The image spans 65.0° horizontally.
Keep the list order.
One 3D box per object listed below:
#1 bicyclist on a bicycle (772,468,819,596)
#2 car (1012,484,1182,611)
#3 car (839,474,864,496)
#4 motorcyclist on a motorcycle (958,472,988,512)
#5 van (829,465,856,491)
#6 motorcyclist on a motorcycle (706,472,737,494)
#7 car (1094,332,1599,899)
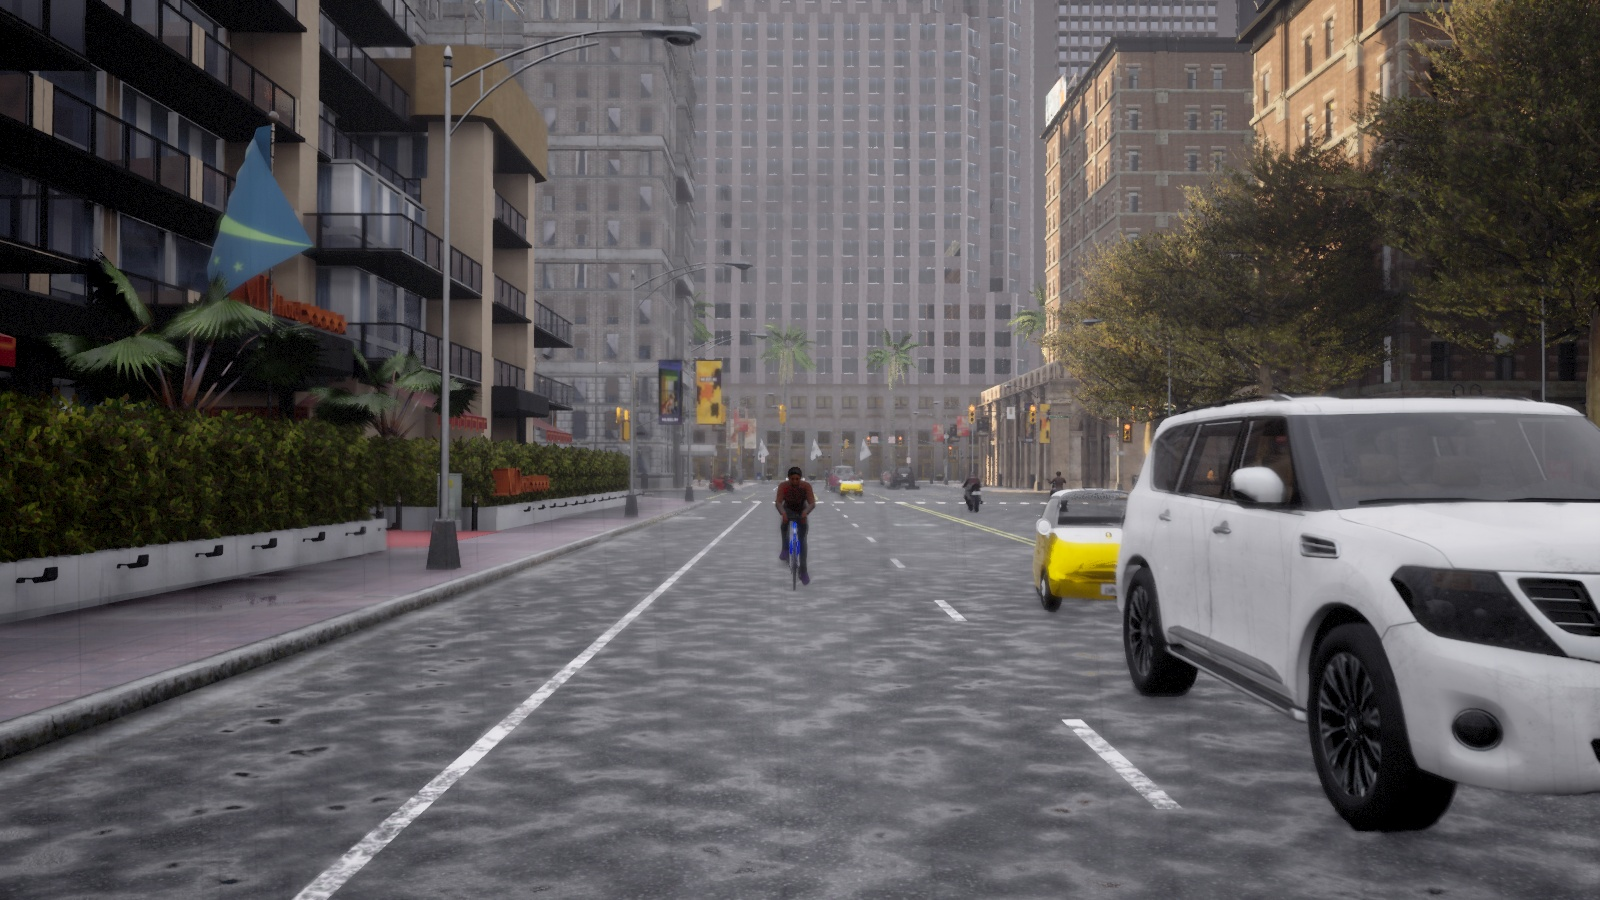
[{"bbox_3d":[-0.062,1.048,16.707,0.582,1.620,1.656,0,-1,0],"label":"bicyclist on a bicycle"},{"bbox_3d":[3.445,1.105,14.898,1.481,1.376,2.207,0,-1,0],"label":"car"},{"bbox_3d":[3.218,2.169,78.367,1.481,1.376,2.207,0,-1,0],"label":"car"},{"bbox_3d":[6.821,1.653,49.560,0.866,1.530,2.191,0,-1,0],"label":"motorcyclist on a motorcycle"},{"bbox_3d":[3.304,2.200,98.260,1.775,1.987,4.442,0,-1,-3],"label":"van"},{"bbox_3d":[-5.523,2.298,88.294,2.044,1.523,0.797,1,-2,-38],"label":"motorcyclist on a motorcycle"},{"bbox_3d":[3.470,0.644,7.335,2.150,2.045,5.566,0,-1,0],"label":"car"}]
